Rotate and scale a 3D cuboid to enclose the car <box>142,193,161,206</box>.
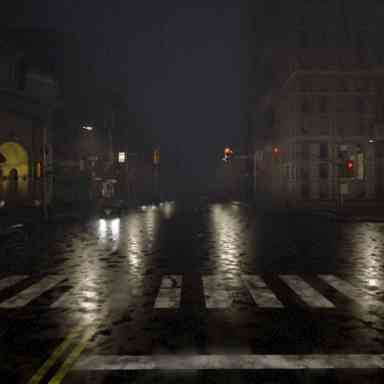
[{"bbox_3d":[-7.066,1.218,56.523,2.150,2.045,5.566,0,0,0],"label":"car"}]

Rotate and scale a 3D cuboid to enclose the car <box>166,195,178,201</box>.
[{"bbox_3d":[-4.881,1.478,83.162,1.882,1.535,5.008,0,0,16],"label":"car"}]

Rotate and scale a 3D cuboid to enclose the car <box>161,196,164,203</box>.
[{"bbox_3d":[-6.967,1.502,69.184,1.837,1.490,4.892,0,0,0],"label":"car"}]

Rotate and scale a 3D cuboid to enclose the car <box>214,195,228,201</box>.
[{"bbox_3d":[7.102,1.525,85.356,2.128,1.511,4.902,0,0,25],"label":"car"}]

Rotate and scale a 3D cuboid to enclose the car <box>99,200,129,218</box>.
[{"bbox_3d":[-7.087,1.491,30.505,2.128,1.511,4.902,0,0,0],"label":"car"}]

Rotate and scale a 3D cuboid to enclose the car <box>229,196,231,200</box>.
[{"bbox_3d":[8.250,1.466,94.369,1.882,1.535,5.008,0,0,38],"label":"car"}]

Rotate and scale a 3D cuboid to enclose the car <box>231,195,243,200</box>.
[{"bbox_3d":[12.471,1.500,94.149,1.837,1.490,4.892,0,0,41],"label":"car"}]

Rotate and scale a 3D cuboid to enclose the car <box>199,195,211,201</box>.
[{"bbox_3d":[3.301,1.524,85.379,1.812,1.442,4.674,0,0,22],"label":"car"}]
